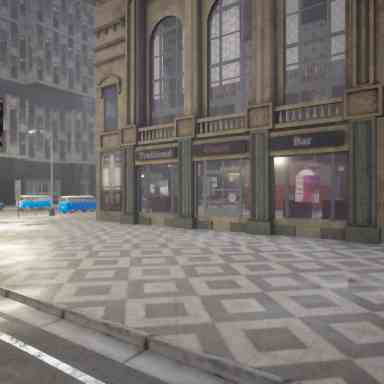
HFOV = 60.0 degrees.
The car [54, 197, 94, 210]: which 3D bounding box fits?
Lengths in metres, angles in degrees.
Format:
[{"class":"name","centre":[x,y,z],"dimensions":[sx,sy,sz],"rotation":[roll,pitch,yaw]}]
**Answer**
[{"class":"car","centre":[-15.378,1.466,43.526],"dimensions":[1.752,1.417,4.829],"rotation":[0,0,36]}]

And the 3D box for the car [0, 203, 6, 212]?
[{"class":"car","centre":[-21.822,1.513,34.529],"dimensions":[2.008,1.369,4.403],"rotation":[0,0,36]}]

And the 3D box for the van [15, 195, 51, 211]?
[{"class":"van","centre":[-18.550,1.292,39.097],"dimensions":[1.690,1.788,3.998],"rotation":[0,0,36]}]

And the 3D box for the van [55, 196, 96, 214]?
[{"class":"van","centre":[-11.619,1.282,34.134],"dimensions":[1.690,1.788,3.998],"rotation":[0,0,36]}]
